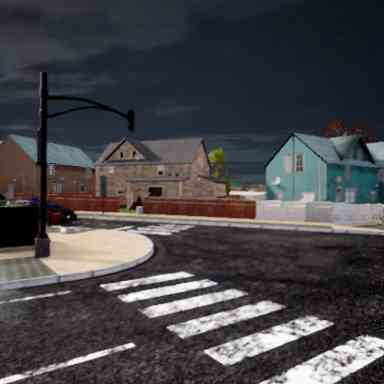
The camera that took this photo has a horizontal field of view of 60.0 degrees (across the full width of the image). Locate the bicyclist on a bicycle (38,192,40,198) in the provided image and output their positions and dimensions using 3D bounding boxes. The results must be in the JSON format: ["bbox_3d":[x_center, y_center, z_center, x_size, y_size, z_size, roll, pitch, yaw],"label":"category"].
[{"bbox_3d":[-12.326,0.853,27.148,0.582,1.620,1.656,1,0,19],"label":"bicyclist on a bicycle"}]

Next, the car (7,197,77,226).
[{"bbox_3d":[-8.977,1.203,19.777,4.181,1.385,1.994,1,0,19],"label":"car"}]

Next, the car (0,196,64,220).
[{"bbox_3d":[-11.758,1.096,23.872,4.674,1.442,1.812,1,0,19],"label":"car"}]
